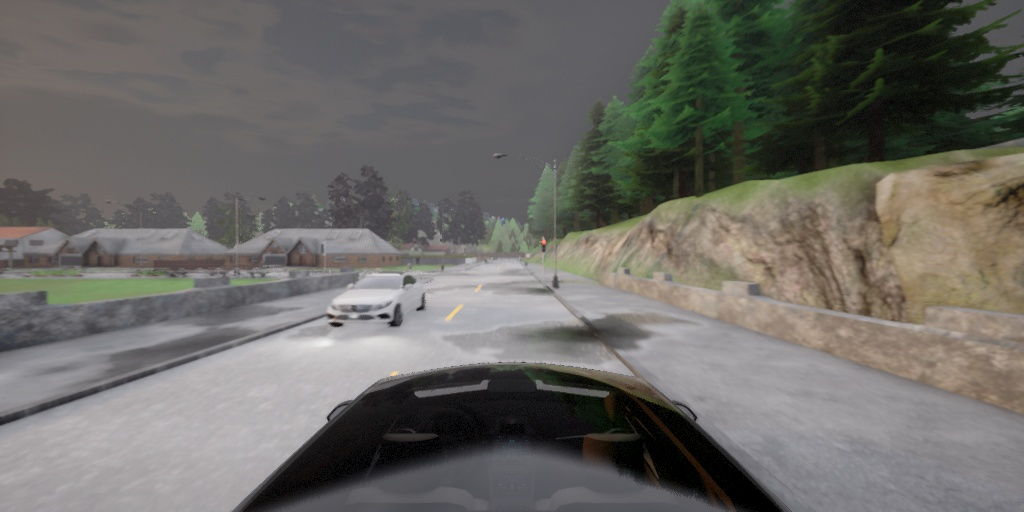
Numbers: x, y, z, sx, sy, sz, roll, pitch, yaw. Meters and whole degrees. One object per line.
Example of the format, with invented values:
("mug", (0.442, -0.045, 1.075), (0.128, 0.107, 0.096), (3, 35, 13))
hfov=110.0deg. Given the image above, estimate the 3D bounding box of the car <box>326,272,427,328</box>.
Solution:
("car", (-4.016, 1.249, 11.452), (1.812, 1.442, 4.674), (0, 0, 0))
